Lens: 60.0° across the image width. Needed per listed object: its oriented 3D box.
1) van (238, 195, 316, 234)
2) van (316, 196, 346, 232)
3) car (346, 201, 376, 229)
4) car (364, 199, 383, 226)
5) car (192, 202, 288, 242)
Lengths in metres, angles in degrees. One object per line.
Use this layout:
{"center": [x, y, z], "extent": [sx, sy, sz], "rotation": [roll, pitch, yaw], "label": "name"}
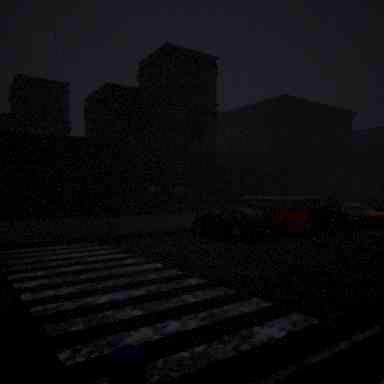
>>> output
{"center": [4.110, 1.214, 18.097], "extent": [1.878, 1.987, 4.442], "rotation": [0, 0, -35], "label": "van"}
{"center": [6.375, 1.211, 19.707], "extent": [1.878, 1.987, 4.442], "rotation": [0, 0, -35], "label": "van"}
{"center": [8.707, 1.473, 21.225], "extent": [2.002, 1.452, 4.674], "rotation": [0, 0, -35], "label": "car"}
{"center": [11.081, 1.426, 22.682], "extent": [1.946, 1.575, 5.366], "rotation": [0, 0, -35], "label": "car"}
{"center": [1.916, 1.443, 16.386], "extent": [2.231, 1.521, 4.892], "rotation": [0, 0, -35], "label": "car"}
